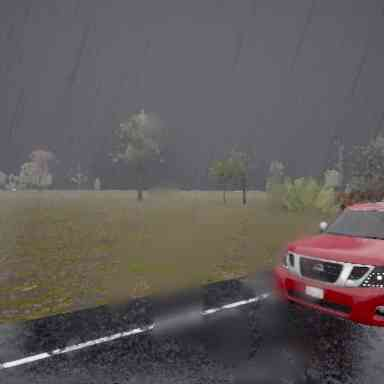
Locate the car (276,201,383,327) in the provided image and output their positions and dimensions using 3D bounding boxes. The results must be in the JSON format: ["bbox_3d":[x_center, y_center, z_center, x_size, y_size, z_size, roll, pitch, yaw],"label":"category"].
[{"bbox_3d":[4.179,1.224,6.840,5.566,2.045,2.150,0,0,-35],"label":"car"}]
